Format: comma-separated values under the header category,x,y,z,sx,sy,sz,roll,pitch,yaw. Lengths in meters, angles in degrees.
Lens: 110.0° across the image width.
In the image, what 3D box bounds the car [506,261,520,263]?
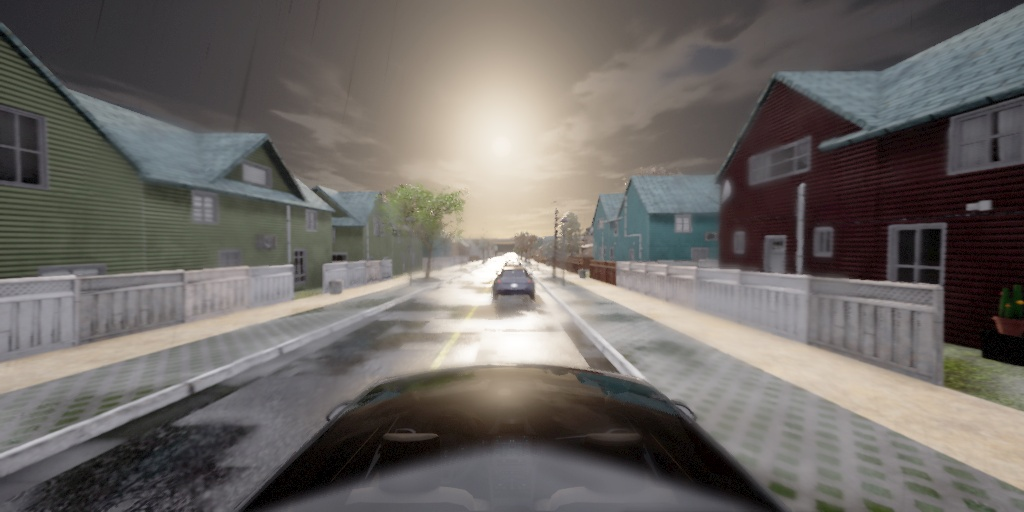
category,x,y,z,sx,sy,sz,roll,pitch,yaw
car,0.094,1.168,35.674,1.895,1.301,4.718,0,0,0

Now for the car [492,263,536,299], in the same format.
category,x,y,z,sx,sy,sz,roll,pitch,yaw
car,0.097,1.229,17.493,1.994,1.385,4.181,0,0,0
